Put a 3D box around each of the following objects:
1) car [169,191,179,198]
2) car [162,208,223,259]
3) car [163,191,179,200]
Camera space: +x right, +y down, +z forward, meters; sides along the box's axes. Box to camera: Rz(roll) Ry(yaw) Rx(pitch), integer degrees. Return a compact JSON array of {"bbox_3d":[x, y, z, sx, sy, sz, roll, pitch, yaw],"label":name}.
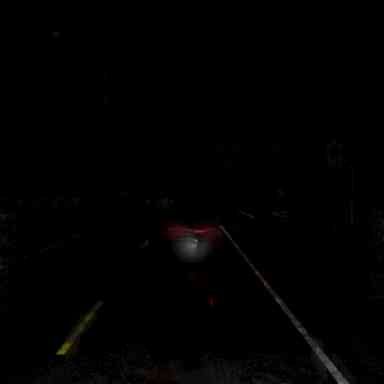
[{"bbox_3d":[-3.875,0.490,72.622,1.895,1.301,4.718,0,1,0],"label":"car"},{"bbox_3d":[0.012,1.309,11.838,2.128,1.511,4.902,0,1,0],"label":"car"},{"bbox_3d":[-3.848,0.619,57.383,2.128,1.511,4.902,0,1,0],"label":"car"}]
